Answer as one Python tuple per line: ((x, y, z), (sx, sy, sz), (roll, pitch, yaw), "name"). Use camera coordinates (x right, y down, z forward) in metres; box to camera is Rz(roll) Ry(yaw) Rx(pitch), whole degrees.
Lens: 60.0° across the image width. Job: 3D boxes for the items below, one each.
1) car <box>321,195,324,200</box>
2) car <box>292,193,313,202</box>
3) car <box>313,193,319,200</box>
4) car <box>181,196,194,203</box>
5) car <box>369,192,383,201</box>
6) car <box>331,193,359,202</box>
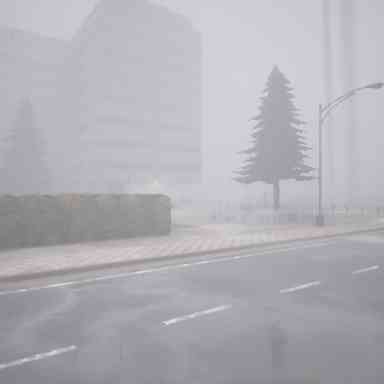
((32.827, 1.151, 89.337), (1.932, 1.855, 4.605), (0, 0, -36), "car")
((28.312, 1.393, 86.060), (1.970, 1.475, 3.806), (0, 0, -36), "car")
((30.670, 1.361, 87.739), (1.784, 1.438, 3.905), (0, 0, -36), "car")
((-1.398, 1.558, 65.660), (1.812, 1.442, 4.674), (0, 0, -36), "car")
((46.085, 1.151, 80.289), (1.932, 1.855, 4.605), (0, 0, -36), "car")
((32.374, 1.393, 70.413), (1.970, 1.475, 3.806), (0, 0, -36), "car")
